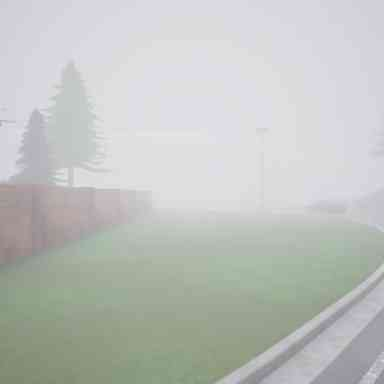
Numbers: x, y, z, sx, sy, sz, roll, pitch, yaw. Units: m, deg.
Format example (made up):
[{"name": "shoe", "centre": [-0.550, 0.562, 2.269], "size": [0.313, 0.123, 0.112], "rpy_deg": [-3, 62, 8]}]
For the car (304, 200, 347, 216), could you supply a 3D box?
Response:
[{"name": "car", "centre": [13.809, 1.601, 34.751], "size": [1.882, 1.535, 5.008], "rpy_deg": [0, 0, -18]}]
